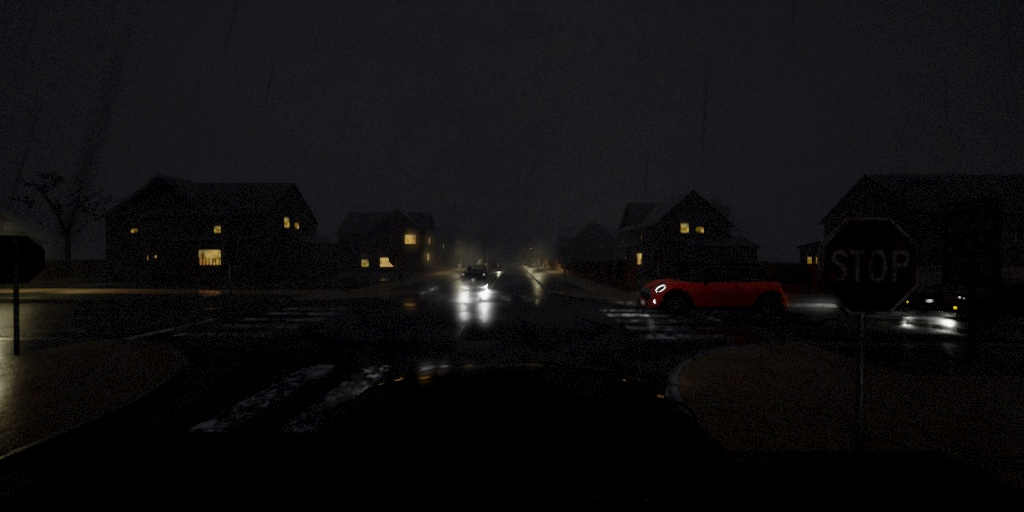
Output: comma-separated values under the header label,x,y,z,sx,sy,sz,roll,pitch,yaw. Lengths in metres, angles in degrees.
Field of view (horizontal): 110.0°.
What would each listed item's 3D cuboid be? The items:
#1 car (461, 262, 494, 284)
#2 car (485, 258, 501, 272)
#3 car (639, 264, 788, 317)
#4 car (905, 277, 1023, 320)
label,x,y,z,sx,sy,sz,roll,pitch,yaw
car,-2.679,1.366,27.285,1.895,1.301,4.718,0,0,0
car,-2.622,1.132,49.370,2.097,1.767,4.553,0,0,0
car,7.065,1.134,12.989,4.553,1.767,2.097,0,0,5
car,16.658,1.405,12.592,4.181,1.385,1.994,0,0,0
